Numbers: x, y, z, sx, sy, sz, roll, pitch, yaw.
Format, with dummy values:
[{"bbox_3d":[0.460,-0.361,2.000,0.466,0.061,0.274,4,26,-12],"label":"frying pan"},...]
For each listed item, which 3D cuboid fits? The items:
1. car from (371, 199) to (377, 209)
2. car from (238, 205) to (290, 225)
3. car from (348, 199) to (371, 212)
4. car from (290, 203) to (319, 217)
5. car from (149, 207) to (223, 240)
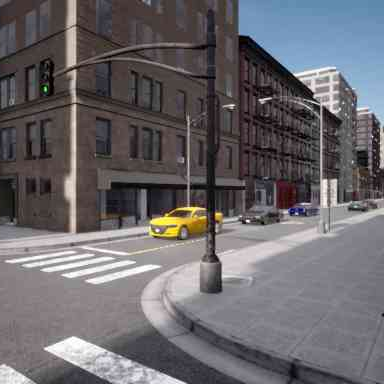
[{"bbox_3d":[27.672,1.844,51.910,1.837,1.490,4.892,0,0,36],"label":"car"},{"bbox_3d":[5.542,1.704,25.941,2.033,1.411,5.357,0,0,35],"label":"car"},{"bbox_3d":[21.889,1.853,43.783,1.994,1.385,4.181,0,0,35],"label":"car"},{"bbox_3d":[11.528,1.815,34.321,1.895,1.301,4.718,0,0,36],"label":"car"},{"bbox_3d":[-0.198,1.575,17.882,1.882,1.535,5.008,0,0,35],"label":"car"}]
